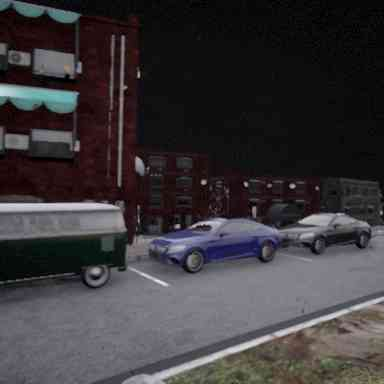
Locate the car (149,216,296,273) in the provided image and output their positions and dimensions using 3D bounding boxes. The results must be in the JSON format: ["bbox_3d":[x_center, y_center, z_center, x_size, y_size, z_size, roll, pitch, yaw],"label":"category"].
[{"bbox_3d":[0.896,1.538,10.747,4.674,1.452,2.002,1,0,-33],"label":"car"}]

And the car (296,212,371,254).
[{"bbox_3d":[5.539,1.588,13.773,4.674,1.452,2.002,1,0,-32],"label":"car"}]

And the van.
[{"bbox_3d":[-3.809,1.244,7.582,4.442,1.987,1.878,0,0,-34],"label":"van"}]
